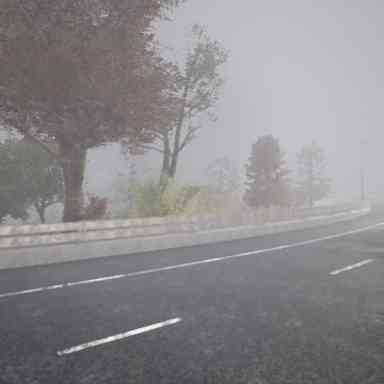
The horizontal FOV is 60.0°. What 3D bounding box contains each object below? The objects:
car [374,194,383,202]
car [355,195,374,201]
[{"bbox_3d":[42.839,1.279,76.511,2.097,1.767,4.553,0,0,6],"label":"car"},{"bbox_3d":[39.379,1.472,77.048,2.033,1.411,5.357,0,0,6],"label":"car"}]
